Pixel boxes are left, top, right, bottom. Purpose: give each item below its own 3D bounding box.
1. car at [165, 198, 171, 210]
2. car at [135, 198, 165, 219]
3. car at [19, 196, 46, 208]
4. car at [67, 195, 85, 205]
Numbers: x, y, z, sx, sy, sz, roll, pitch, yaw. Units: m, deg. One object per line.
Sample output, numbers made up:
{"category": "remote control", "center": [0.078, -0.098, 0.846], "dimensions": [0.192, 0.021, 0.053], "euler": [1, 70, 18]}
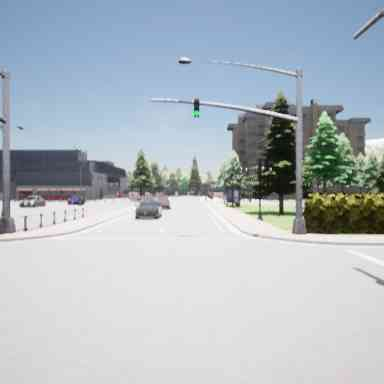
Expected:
{"category": "car", "center": [-3.598, 1.417, 40.835], "dimensions": [1.812, 1.442, 4.674], "euler": [0, 0, 0]}
{"category": "car", "center": [-3.603, 1.430, 28.164], "dimensions": [1.837, 1.490, 4.892], "euler": [0, 0, 0]}
{"category": "car", "center": [-20.524, 1.270, 42.913], "dimensions": [1.970, 1.475, 3.806], "euler": [0, 0, 0]}
{"category": "car", "center": [-17.473, 1.240, 50.305], "dimensions": [1.845, 1.501, 3.633], "euler": [0, 0, 0]}
